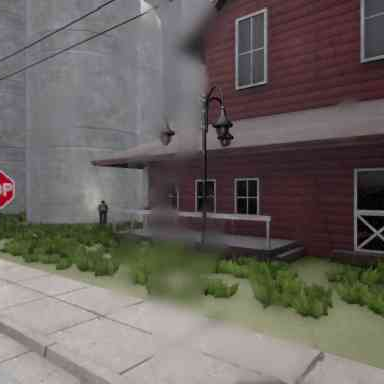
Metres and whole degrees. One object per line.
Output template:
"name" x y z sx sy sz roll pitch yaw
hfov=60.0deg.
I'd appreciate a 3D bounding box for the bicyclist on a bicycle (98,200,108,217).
"bicyclist on a bicycle" -4.869 1.286 18.226 0.582 1.620 1.656 0 -1 -10
